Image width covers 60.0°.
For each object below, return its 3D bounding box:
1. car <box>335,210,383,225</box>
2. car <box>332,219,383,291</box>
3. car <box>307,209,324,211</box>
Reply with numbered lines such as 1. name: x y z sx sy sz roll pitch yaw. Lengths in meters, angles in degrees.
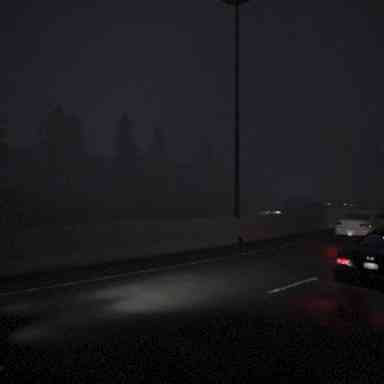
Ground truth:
1. car: 8.519 1.583 16.151 1.812 1.442 4.674 0 0 45
2. car: 5.583 1.579 8.499 5.357 1.411 2.033 0 0 -41
3. car: 10.640 1.574 29.380 1.882 1.535 5.008 0 0 37
